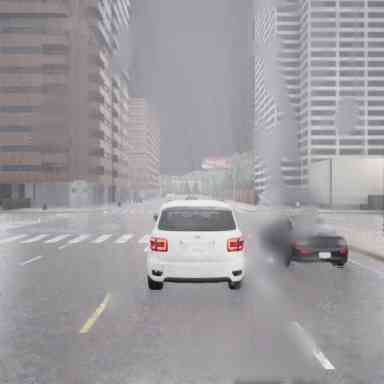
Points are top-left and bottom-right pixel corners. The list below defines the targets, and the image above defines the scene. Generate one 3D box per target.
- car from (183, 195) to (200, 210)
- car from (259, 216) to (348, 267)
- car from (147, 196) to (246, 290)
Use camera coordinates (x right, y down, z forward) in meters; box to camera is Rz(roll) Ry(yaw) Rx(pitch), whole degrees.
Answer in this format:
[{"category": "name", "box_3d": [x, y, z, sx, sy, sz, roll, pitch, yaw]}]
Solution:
[{"category": "car", "box_3d": [-0.080, 1.352, 42.870, 2.097, 1.767, 4.553, 0, 0, 0]}, {"category": "car", "box_3d": [3.568, 1.525, 11.248, 1.812, 1.442, 4.674, 0, 0, 0]}, {"category": "car", "box_3d": [0.072, 1.221, 9.226, 2.150, 2.045, 5.566, 0, 0, -1]}]
